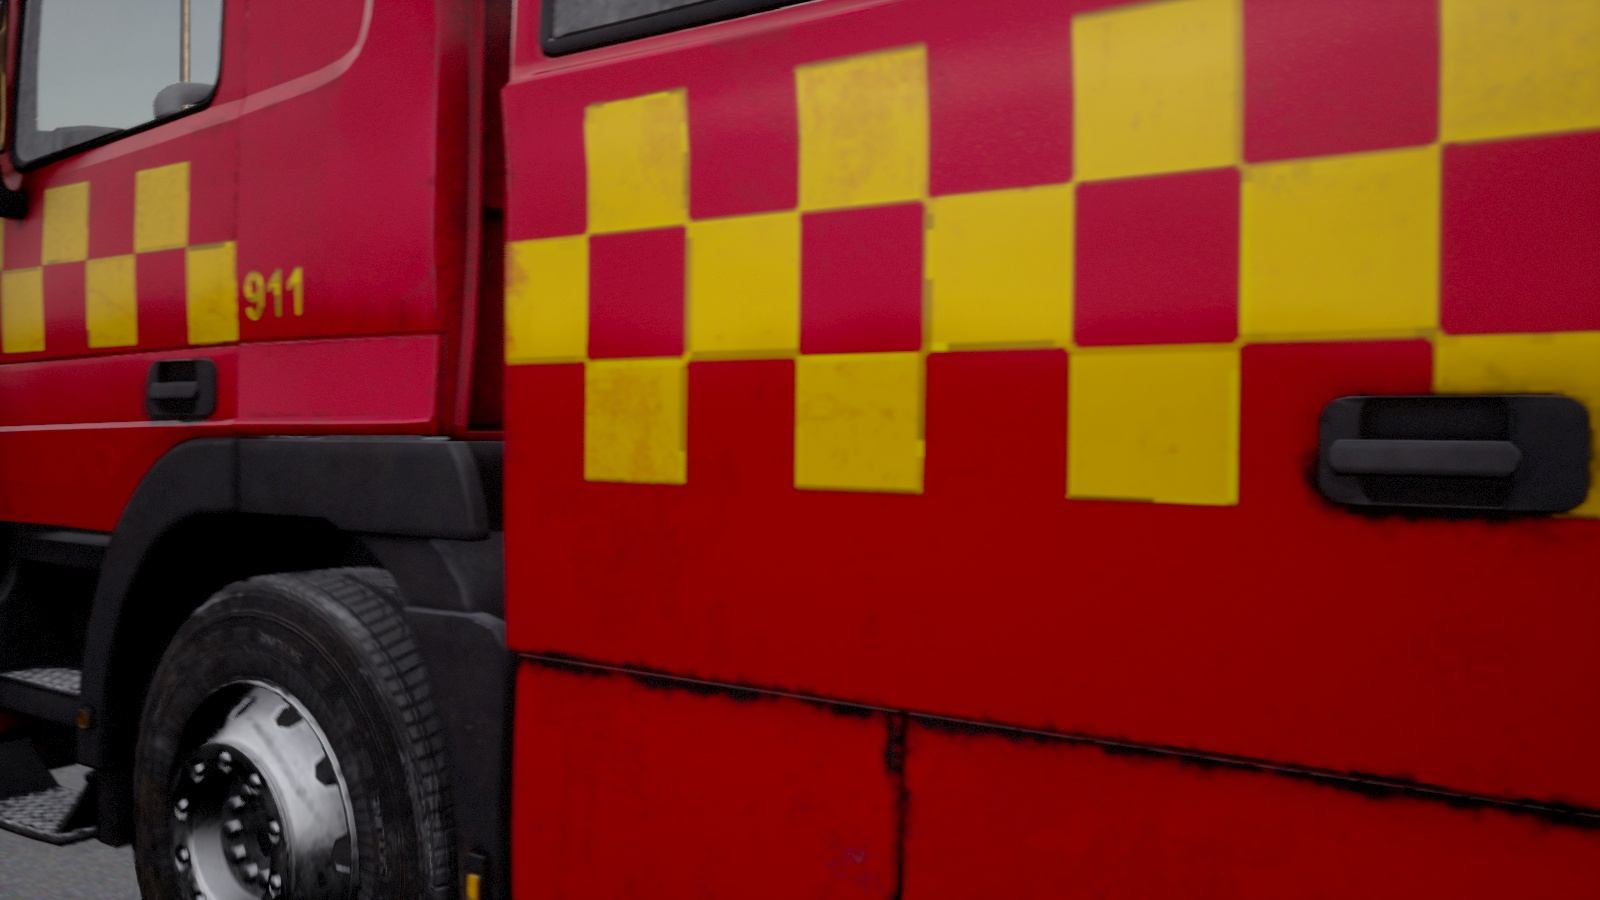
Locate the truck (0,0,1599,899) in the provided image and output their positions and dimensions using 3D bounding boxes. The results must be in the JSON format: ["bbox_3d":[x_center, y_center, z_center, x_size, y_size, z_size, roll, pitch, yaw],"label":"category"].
[{"bbox_3d":[1.462,-0.483,2.630,8.468,3.827,2.891,0,1,34],"label":"truck"}]
